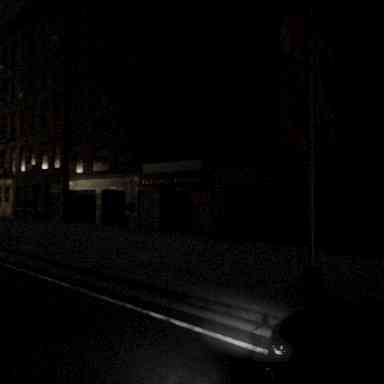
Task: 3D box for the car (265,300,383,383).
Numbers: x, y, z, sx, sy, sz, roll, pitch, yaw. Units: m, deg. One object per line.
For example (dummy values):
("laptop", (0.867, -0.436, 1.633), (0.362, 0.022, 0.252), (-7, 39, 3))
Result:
("car", (2.980, 1.576, 2.625), (4.892, 1.490, 1.837), (0, -1, 40))
